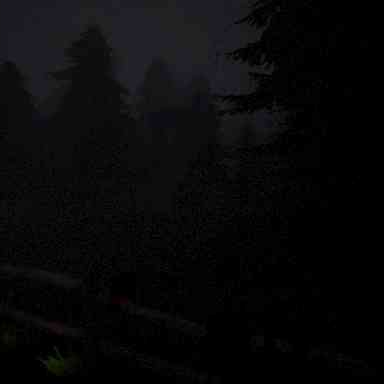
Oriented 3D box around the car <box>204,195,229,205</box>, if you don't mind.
[{"bbox_3d":[2.422,1.486,44.791,5.566,2.045,2.150,0,0,-4],"label":"car"}]
